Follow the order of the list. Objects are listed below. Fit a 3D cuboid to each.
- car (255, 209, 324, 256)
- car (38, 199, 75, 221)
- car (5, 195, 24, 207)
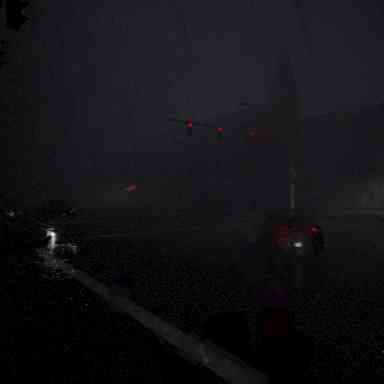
[{"bbox_3d":[3.564,1.402,12.721,2.128,1.511,4.902,0,0,6],"label":"car"},{"bbox_3d":[-10.512,1.323,25.634,1.837,1.490,4.892,0,1,-36],"label":"car"},{"bbox_3d":[-23.543,1.180,44.127,2.128,1.511,4.902,0,0,-35],"label":"car"}]
